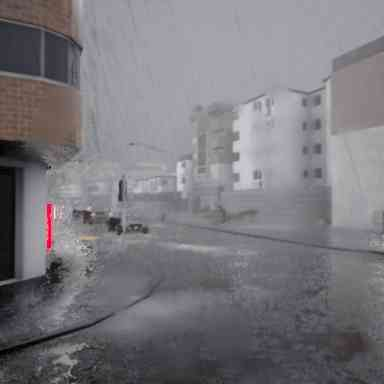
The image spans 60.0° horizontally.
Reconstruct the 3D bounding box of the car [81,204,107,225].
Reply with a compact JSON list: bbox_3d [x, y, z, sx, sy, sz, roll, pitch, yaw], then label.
[{"bbox_3d":[-8.775,2.054,31.190,2.097,1.767,4.553,0,-1,-27],"label":"car"}]

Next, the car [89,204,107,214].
[{"bbox_3d":[-15.032,2.696,53.044,1.837,1.490,4.892,0,-1,-27],"label":"car"}]

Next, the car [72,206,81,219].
[{"bbox_3d":[-13.199,2.384,40.051,1.882,1.535,5.008,0,-1,-26],"label":"car"}]

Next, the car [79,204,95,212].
[{"bbox_3d":[-19.632,2.950,62.218,2.033,1.411,5.357,0,-1,-27],"label":"car"}]

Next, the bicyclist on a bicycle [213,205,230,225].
[{"bbox_3d":[2.436,1.936,27.557,1.656,1.620,0.582,0,-1,-27],"label":"bicyclist on a bicycle"}]

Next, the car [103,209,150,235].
[{"bbox_3d":[-4.332,2.062,22.314,1.994,1.385,4.181,0,-1,-27],"label":"car"}]
